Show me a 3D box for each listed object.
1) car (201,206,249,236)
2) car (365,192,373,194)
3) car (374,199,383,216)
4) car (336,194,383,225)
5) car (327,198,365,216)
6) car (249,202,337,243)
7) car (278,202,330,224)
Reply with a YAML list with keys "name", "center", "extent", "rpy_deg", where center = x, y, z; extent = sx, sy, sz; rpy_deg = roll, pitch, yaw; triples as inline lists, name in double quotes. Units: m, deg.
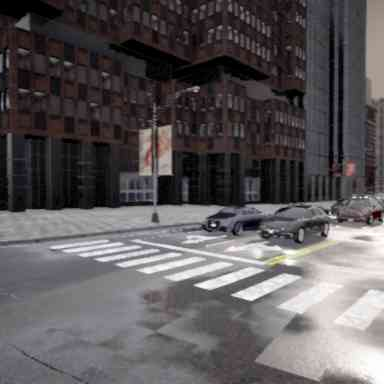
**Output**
- name: "car"
  center: [2.374, 1.435, 17.745]
  extent: [1.994, 1.385, 4.181]
  rpy_deg: [1, 1, 42]
- name: "car"
  center: [21.402, 1.193, 38.750]
  extent: [2.097, 1.767, 4.553]
  rpy_deg: [1, 1, 43]
- name: "car"
  center: [18.608, 1.394, 30.853]
  extent: [1.837, 1.490, 4.892]
  rpy_deg: [1, 0, 42]
- name: "car"
  center: [11.830, 1.251, 23.356]
  extent: [2.097, 1.767, 4.553]
  rpy_deg: [1, 1, 42]
- name: "car"
  center: [14.535, 1.356, 31.200]
  extent: [1.837, 1.490, 4.892]
  rpy_deg: [1, 1, 42]
- name: "car"
  center: [4.919, 1.416, 15.717]
  extent: [1.837, 1.490, 4.892]
  rpy_deg: [1, 1, 42]
- name: "car"
  center: [8.241, 1.462, 24.247]
  extent: [1.895, 1.301, 4.718]
  rpy_deg: [1, 1, 42]
